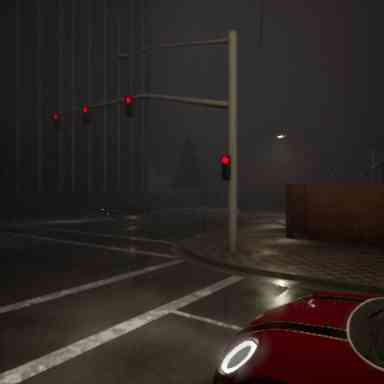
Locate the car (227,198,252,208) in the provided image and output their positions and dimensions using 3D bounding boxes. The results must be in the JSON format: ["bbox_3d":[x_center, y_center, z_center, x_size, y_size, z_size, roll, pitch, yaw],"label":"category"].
[{"bbox_3d":[6.892,1.598,48.385,1.895,1.301,4.718,0,0,36],"label":"car"}]

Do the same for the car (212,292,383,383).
[{"bbox_3d":[2.360,1.352,2.275,4.553,1.767,2.097,0,0,36],"label":"car"}]

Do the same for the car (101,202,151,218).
[{"bbox_3d":[-5.962,1.598,30.388,1.895,1.301,4.718,0,0,35],"label":"car"}]
